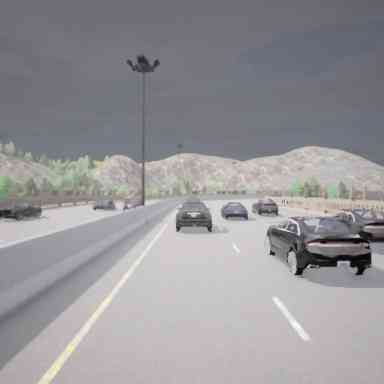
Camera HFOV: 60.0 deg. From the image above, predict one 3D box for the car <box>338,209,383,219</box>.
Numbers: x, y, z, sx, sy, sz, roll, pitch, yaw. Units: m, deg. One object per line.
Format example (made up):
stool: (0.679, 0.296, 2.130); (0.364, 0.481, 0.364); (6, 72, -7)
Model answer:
car: (7.107, 1.492, 14.452); (2.128, 1.511, 4.902); (0, 0, 0)

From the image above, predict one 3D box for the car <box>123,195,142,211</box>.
car: (-7.062, 1.493, 40.335); (2.128, 1.511, 4.902); (0, 0, 0)

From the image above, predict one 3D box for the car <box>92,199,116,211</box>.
car: (-10.561, 1.566, 40.259); (1.994, 1.385, 4.181); (0, 0, 0)

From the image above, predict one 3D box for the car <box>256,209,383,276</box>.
car: (3.605, 1.492, 10.330); (2.128, 1.511, 4.902); (0, 0, 0)

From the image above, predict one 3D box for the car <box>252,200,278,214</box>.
car: (7.114, 1.492, 32.703); (2.128, 1.511, 4.902); (0, 0, 0)

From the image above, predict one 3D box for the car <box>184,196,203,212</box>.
car: (0.117, 1.353, 38.783); (2.097, 1.767, 4.553); (0, 0, 0)

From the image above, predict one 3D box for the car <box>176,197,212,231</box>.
car: (0.108, 1.353, 20.810); (2.097, 1.767, 4.553); (0, 0, 0)

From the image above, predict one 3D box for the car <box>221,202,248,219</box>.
car: (3.612, 1.565, 28.860); (1.994, 1.385, 4.181); (0, 0, 0)

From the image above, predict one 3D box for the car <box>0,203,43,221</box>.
car: (-14.086, 1.602, 27.051); (1.895, 1.301, 4.718); (0, 0, 0)

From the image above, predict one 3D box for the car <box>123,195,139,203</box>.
car: (-12.473, 1.334, 68.276); (1.882, 1.535, 5.008); (0, 0, 8)
